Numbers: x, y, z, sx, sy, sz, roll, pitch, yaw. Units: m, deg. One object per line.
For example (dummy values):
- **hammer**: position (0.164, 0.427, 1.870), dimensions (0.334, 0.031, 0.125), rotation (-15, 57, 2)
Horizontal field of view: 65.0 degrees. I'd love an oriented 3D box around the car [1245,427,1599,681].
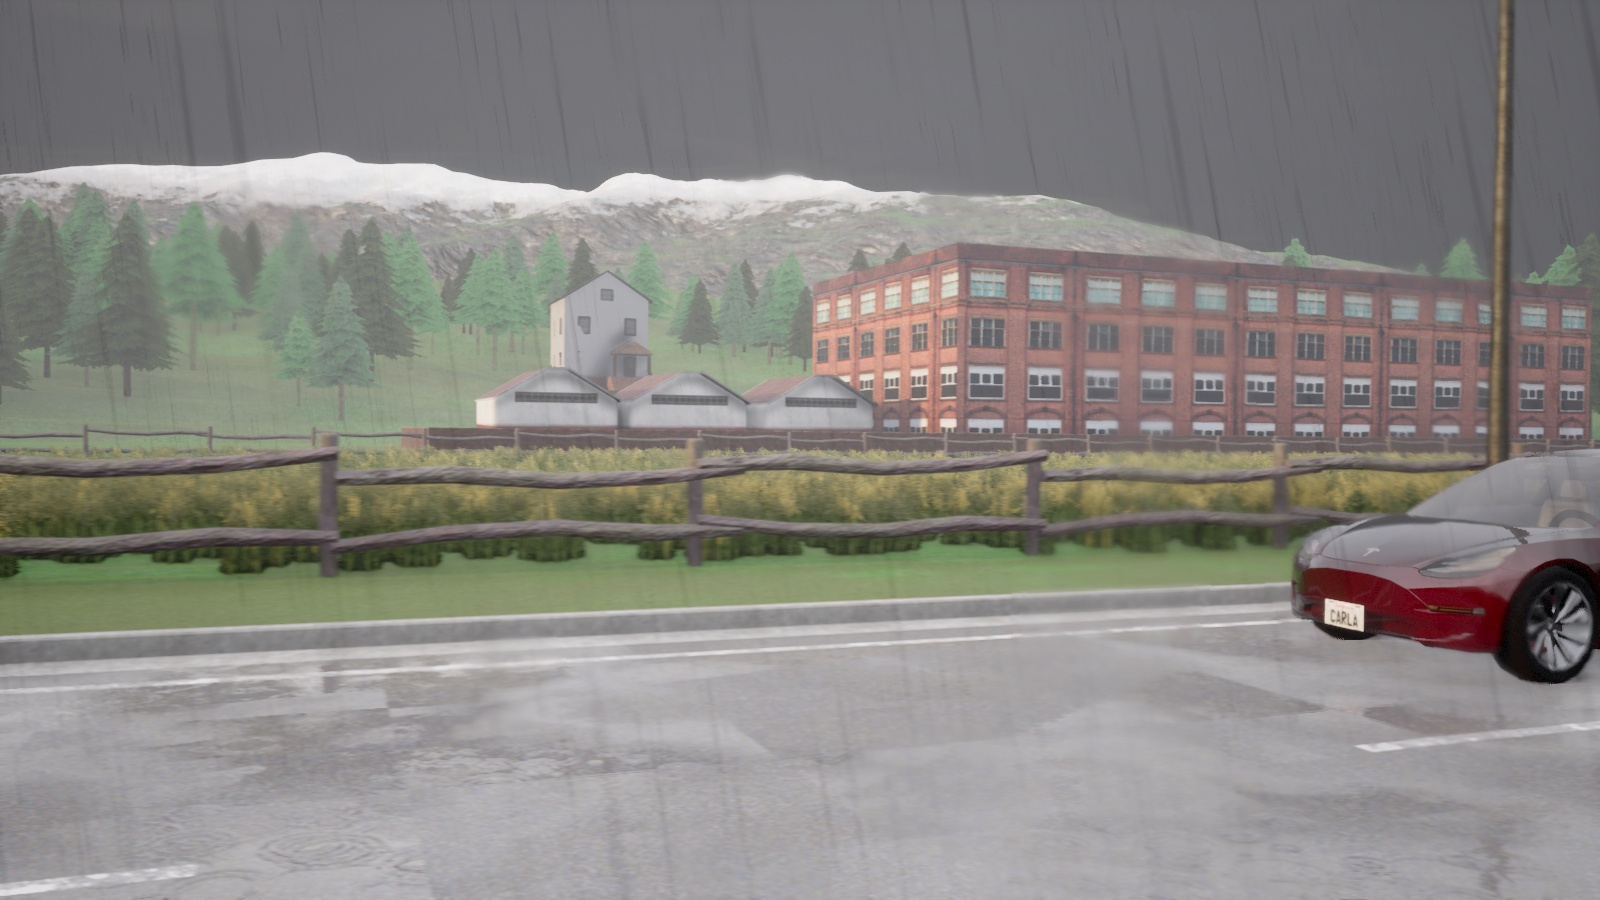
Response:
- **car**: position (5.991, 0.583, 9.231), dimensions (4.792, 1.488, 2.163), rotation (-1, 1, -18)
